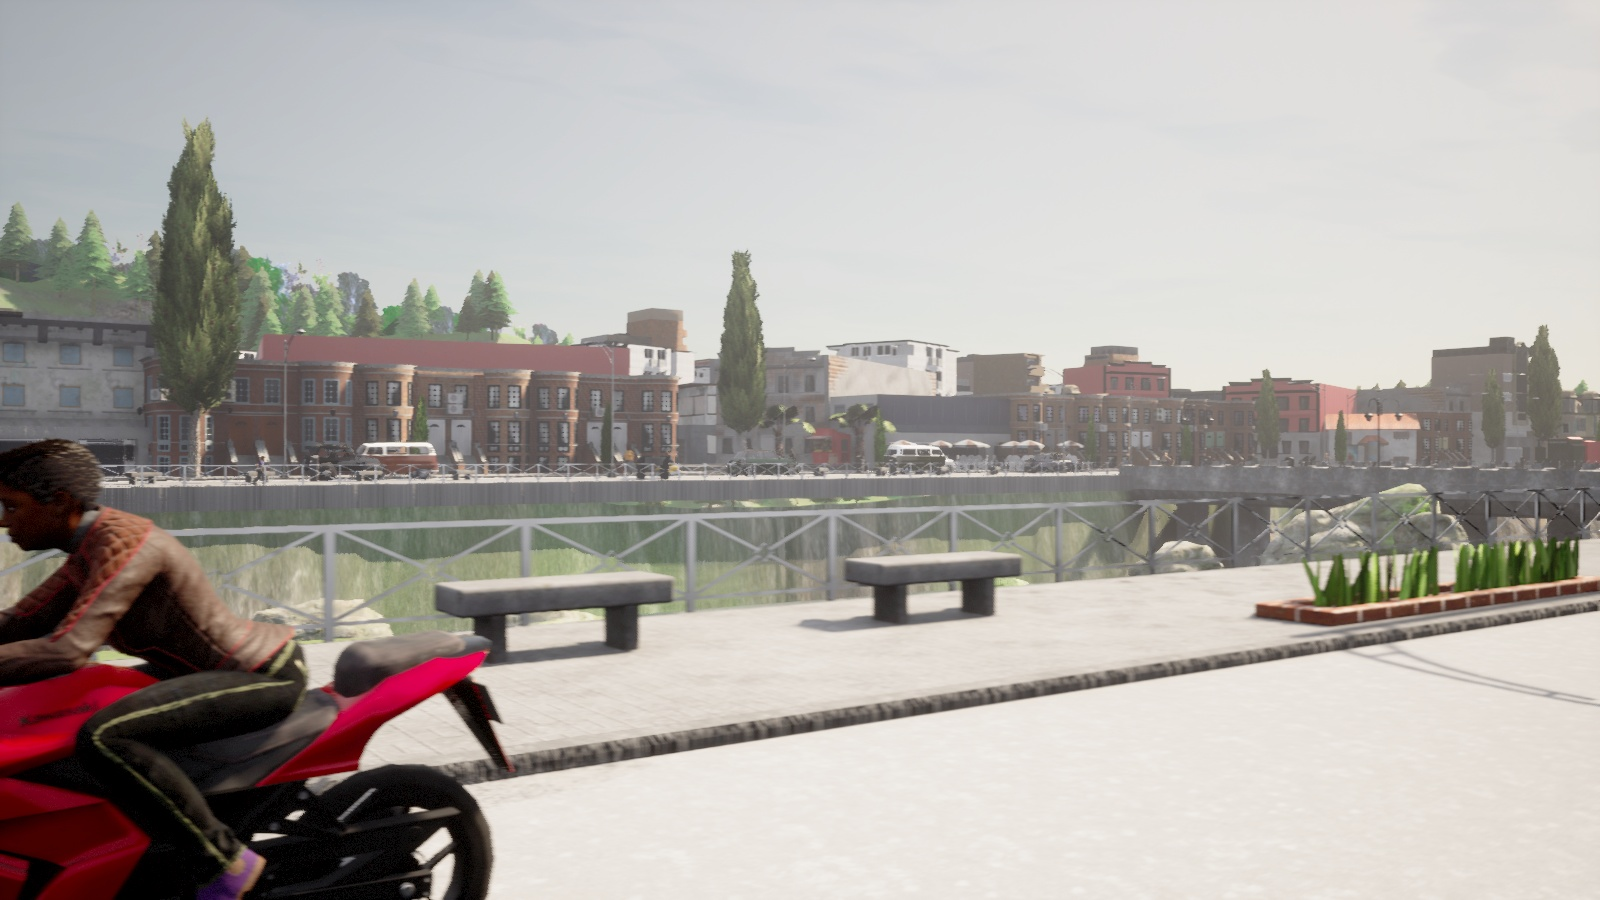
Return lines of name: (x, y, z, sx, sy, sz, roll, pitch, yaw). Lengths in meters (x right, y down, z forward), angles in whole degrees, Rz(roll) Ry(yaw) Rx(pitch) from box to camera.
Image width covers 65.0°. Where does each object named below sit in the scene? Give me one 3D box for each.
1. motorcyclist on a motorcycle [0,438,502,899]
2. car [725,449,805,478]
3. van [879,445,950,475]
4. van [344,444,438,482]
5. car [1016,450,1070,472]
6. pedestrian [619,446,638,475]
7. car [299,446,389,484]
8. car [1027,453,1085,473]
motorcyclist on a motorcycle: (-1.837, 0.738, 2.990, 2.044, 1.523, 0.797, 0, 0, -35)
car: (-2.172, 0.799, 77.893, 4.553, 1.767, 2.097, 0, 0, -35)
van: (7.752, 0.660, 84.805, 4.480, 2.038, 2.069, 0, 0, -35)
van: (-22.354, 0.684, 68.710, 4.480, 2.038, 2.069, 0, 0, -35)
car: (18.899, 0.842, 97.441, 3.988, 1.617, 1.851, 0, 0, -35)
pedestrian: (-10.908, 0.673, 79.811, 0.874, 1.855, 0.900, 0, 0, 26)
car: (-23.007, 0.745, 63.382, 3.866, 1.878, 1.905, 0, 0, -35)
car: (18.899, 0.945, 92.567, 4.193, 1.474, 1.816, 0, 0, -35)
